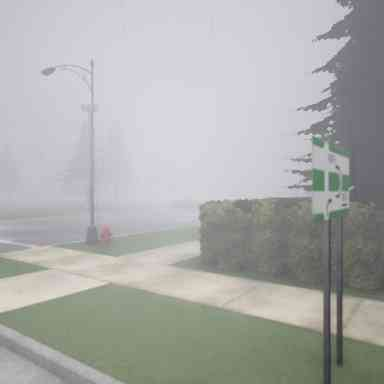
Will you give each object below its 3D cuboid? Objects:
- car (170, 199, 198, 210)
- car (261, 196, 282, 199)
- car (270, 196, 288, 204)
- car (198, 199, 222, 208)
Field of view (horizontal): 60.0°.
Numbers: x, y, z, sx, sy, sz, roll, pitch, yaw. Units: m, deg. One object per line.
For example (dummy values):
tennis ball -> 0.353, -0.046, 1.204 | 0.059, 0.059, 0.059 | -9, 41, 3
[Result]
car -> -0.506, 1.565, 42.459 | 2.033, 1.411, 5.357 | 0, 0, 36
car -> 10.130, 1.539, 45.299 | 1.812, 1.442, 4.674 | 0, 0, 36
car -> 17.743, 1.544, 67.651 | 1.812, 1.442, 4.674 | 0, 0, 36
car -> 3.012, 1.579, 41.348 | 1.994, 1.385, 4.181 | 0, 0, 36
